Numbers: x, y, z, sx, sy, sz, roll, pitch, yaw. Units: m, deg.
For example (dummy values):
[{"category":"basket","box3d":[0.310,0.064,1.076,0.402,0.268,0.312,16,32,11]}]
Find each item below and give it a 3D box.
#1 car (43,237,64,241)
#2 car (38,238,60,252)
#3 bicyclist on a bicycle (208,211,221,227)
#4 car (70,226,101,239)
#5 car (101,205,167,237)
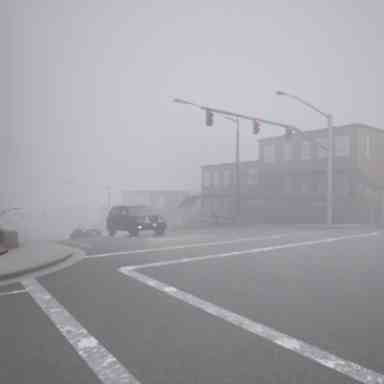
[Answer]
[{"category":"car","box3d":[-15.667,5.957,38.429,1.812,1.442,4.674,1,-13,-36]},{"category":"car","box3d":[-24.294,8.887,56.254,2.150,2.045,5.566,1,-5,-36]},{"category":"bicyclist on a bicycle","box3d":[2.193,2.658,32.595,1.656,1.620,0.582,0,-8,-35]},{"category":"car","box3d":[-9.760,3.791,30.372,1.812,1.442,4.674,1,-12,-36]},{"category":"car","box3d":[-3.873,1.892,22.356,2.150,2.045,5.566,1,-6,-36]}]
